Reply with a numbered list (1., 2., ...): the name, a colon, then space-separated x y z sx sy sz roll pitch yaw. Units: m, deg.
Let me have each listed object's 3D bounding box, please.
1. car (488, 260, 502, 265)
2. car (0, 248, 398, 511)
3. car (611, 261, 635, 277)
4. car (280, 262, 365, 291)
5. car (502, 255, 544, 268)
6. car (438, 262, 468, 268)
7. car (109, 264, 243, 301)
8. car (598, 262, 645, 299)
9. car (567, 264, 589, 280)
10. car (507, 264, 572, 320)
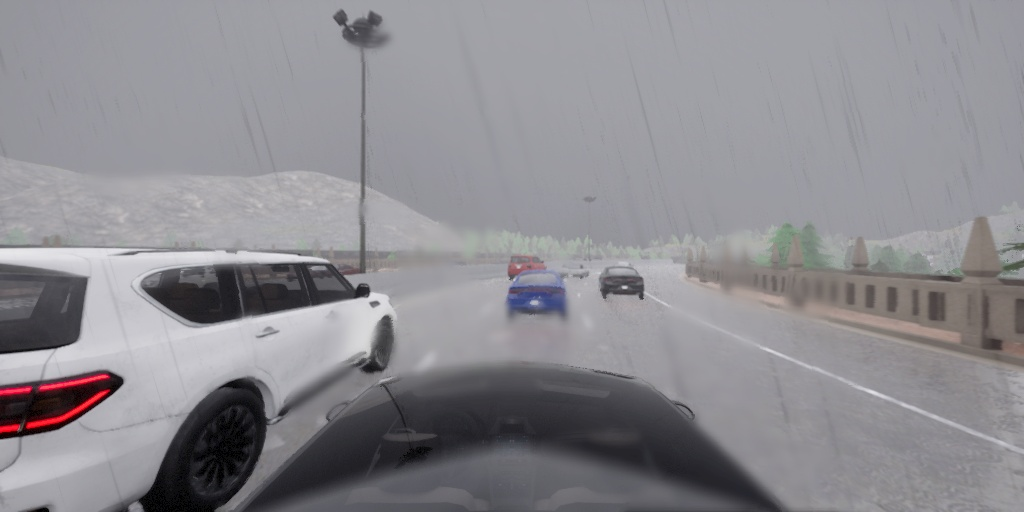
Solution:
1. car: -1.790 1.301 56.819 1.895 1.301 4.718 0 0 31
2. car: -3.266 0.955 4.402 2.150 2.045 5.566 0 0 2
3. car: 11.371 1.298 36.522 1.812 1.442 4.674 0 0 23
4. car: -11.673 1.161 22.562 1.882 1.535 5.008 0 0 13
5. car: 1.333 0.956 30.005 2.150 2.045 5.566 0 0 18
6. car: -5.320 1.251 32.746 2.033 1.411 5.357 0 0 19
7. car: -16.137 1.193 17.644 1.812 1.442 4.674 0 0 10
8. car: 5.469 1.239 18.287 1.882 1.535 5.008 0 0 11
9. car: 5.654 1.353 31.797 1.895 1.301 4.718 0 0 20
10. car: 0.997 1.224 12.786 1.882 1.535 5.008 0 0 7
